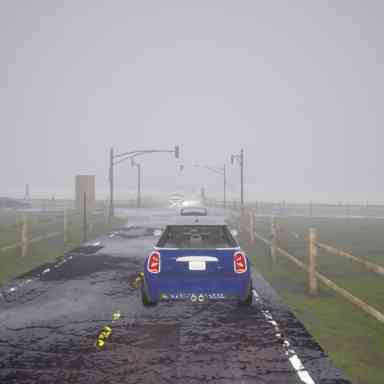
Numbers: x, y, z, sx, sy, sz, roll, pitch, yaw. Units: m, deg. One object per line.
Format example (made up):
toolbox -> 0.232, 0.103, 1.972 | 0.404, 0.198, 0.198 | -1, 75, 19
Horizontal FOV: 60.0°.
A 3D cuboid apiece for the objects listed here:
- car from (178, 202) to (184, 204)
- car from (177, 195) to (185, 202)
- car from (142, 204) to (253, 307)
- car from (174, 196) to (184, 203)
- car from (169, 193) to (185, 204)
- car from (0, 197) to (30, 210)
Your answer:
car -> 0.092, 1.507, 17.304 | 1.837, 1.490, 4.892 | 0, 0, 0
car -> -2.692, 1.549, 80.312 | 1.812, 1.442, 4.674 | 0, 0, 0
car -> 0.096, 1.353, 8.138 | 2.097, 1.767, 4.553 | 0, 0, 0
car -> -2.727, 1.615, 69.970 | 1.895, 1.301, 4.718 | 0, 0, 0
car -> -2.833, 1.237, 59.949 | 2.150, 2.045, 5.566 | 0, 0, 0
car -> -20.079, 1.216, 36.424 | 4.181, 1.385, 1.994 | 1, 0, 0
